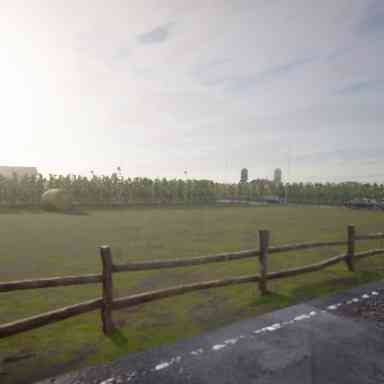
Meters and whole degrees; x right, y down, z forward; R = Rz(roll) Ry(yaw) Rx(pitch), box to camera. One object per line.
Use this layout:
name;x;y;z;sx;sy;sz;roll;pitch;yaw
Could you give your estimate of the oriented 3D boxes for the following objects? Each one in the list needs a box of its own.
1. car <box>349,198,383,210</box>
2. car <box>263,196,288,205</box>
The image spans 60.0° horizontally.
car;23.872;1.640;45.117;1.837;1.490;4.892;0;1;-34
car;14.674;1.403;58.558;2.128;1.511;4.902;0;1;-34
